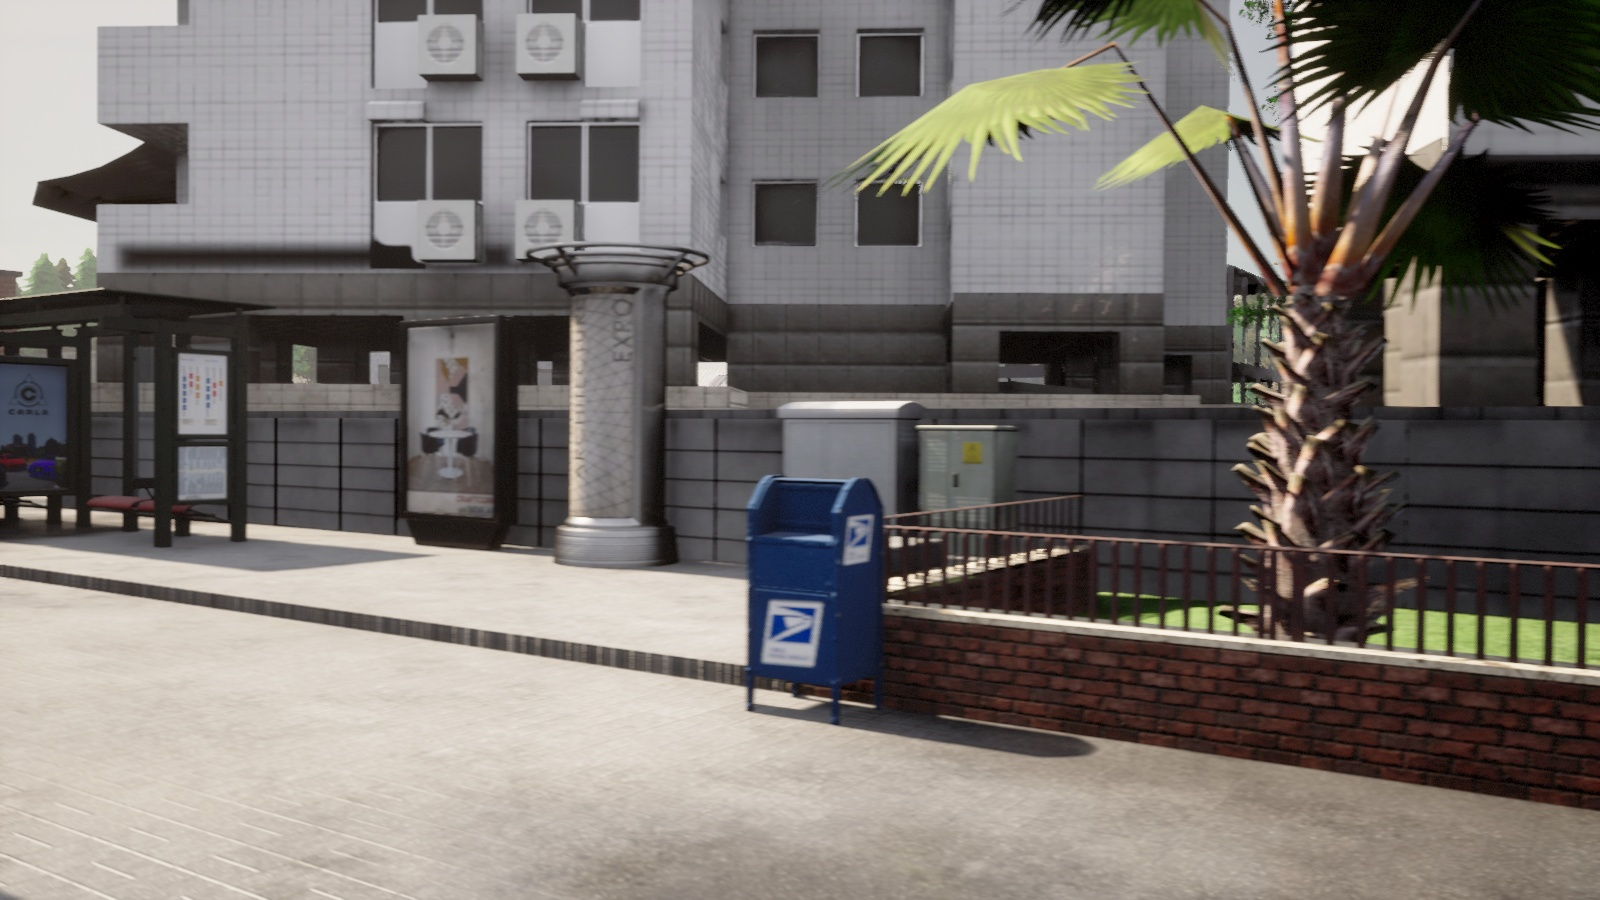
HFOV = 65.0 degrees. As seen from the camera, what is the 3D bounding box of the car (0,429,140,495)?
[{"bbox_3d":[-21.638,0.298,35.747,2.097,1.767,4.553,0,1,34],"label":"car"}]
